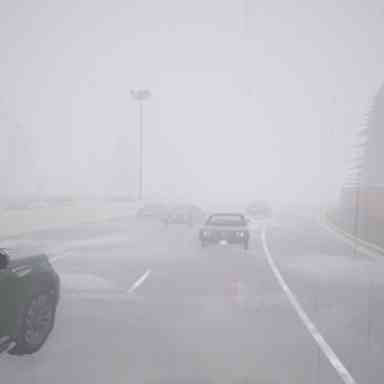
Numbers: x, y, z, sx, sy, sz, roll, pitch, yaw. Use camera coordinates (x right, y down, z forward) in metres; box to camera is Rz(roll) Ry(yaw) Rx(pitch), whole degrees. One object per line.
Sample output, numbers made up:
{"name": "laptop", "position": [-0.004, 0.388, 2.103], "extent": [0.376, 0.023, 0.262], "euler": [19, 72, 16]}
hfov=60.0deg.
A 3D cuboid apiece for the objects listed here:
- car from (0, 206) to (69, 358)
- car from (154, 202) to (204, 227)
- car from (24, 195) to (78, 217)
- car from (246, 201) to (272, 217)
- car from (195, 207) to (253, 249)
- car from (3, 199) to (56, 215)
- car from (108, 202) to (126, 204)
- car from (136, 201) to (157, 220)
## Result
{"name": "car", "position": [-3.243, 1.198, 2.916], "extent": [2.150, 2.045, 5.566], "euler": [0, 0, 2]}
{"name": "car", "position": [-0.416, 1.466, 21.907], "extent": [2.033, 1.411, 5.357], "euler": [0, 0, 15]}
{"name": "car", "position": [-12.679, 1.193, 30.227], "extent": [2.097, 1.767, 4.553], "euler": [0, 0, 17]}
{"name": "car", "position": [6.255, 1.477, 30.979], "extent": [1.994, 1.385, 4.181], "euler": [0, 0, 21]}
{"name": "car", "position": [1.541, 1.555, 14.394], "extent": [1.895, 1.301, 4.718], "euler": [0, 0, 10]}
{"name": "car", "position": [-15.720, 1.422, 32.411], "extent": [1.895, 1.301, 4.718], "euler": [0, 0, 18]}
{"name": "car", "position": [-7.530, 1.197, 34.553], "extent": [2.097, 1.767, 4.553], "euler": [0, 0, 21]}
{"name": "car", "position": [-2.741, 1.458, 26.288], "extent": [1.994, 1.385, 4.181], "euler": [0, 0, 17]}
